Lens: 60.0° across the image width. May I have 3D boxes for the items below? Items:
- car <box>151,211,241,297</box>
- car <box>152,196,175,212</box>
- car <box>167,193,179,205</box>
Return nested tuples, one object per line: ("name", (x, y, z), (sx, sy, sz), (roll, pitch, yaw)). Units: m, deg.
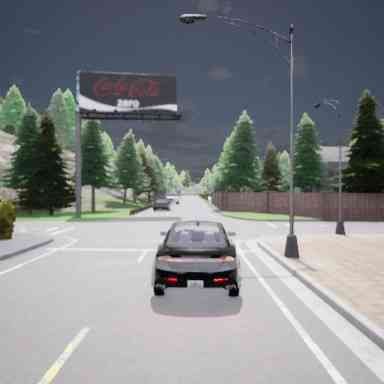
("car", (0.143, 1.486, 8.579), (2.128, 1.511, 4.902), (0, 0, 2))
("car", (-3.502, 1.523, 39.379), (2.033, 1.411, 5.357), (0, 0, 0))
("car", (-3.416, 1.186, 58.210), (2.150, 2.045, 5.566), (0, 0, 1))
